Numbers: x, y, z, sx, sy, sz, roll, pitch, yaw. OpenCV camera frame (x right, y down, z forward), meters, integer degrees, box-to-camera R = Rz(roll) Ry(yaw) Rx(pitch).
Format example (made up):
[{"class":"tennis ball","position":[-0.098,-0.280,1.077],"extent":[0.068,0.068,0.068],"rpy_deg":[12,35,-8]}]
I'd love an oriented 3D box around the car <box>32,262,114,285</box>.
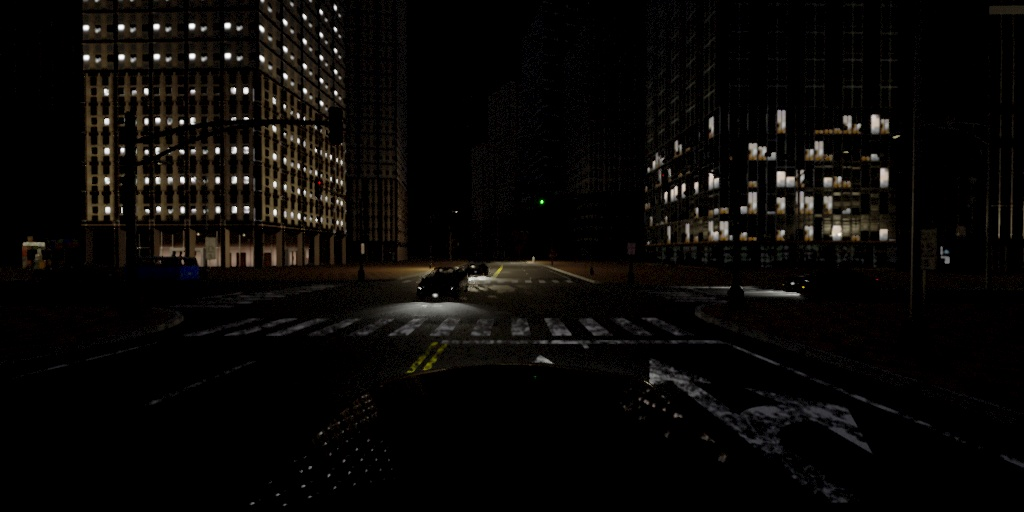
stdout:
[{"class":"car","position":[-28.208,1.094,23.243],"extent":[4.507,1.381,1.888],"rpy_deg":[0,0,1]}]

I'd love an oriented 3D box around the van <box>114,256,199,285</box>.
[{"class":"van","position":[-22.670,0.915,23.200],"extent":[3.998,1.789,1.690],"rpy_deg":[0,0,1]}]

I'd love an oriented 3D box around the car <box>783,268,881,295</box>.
[{"class":"car","position":[17.535,1.352,19.800],"extent":[4.181,1.385,1.994],"rpy_deg":[0,1,1]}]

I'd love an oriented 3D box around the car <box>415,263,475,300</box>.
[{"class":"car","position":[-3.256,1.263,17.872],"extent":[2.033,1.411,5.357],"rpy_deg":[0,1,0]}]

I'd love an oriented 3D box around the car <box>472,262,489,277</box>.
[{"class":"car","position":[-3.272,1.242,34.187],"extent":[1.994,1.385,4.181],"rpy_deg":[0,0,0]}]
